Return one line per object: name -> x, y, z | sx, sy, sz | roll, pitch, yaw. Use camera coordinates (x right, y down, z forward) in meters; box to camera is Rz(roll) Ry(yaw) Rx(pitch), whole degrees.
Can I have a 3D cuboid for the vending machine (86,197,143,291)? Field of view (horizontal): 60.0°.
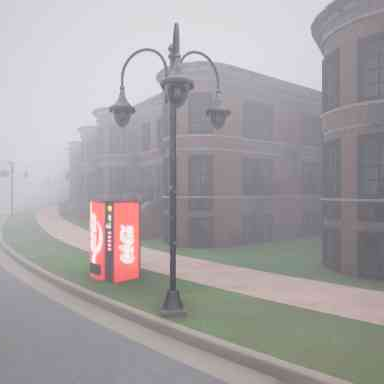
vending machine -> -1.923, 1.195, 8.276 | 1.100, 2.100, 0.880 | 0, 0, -44
